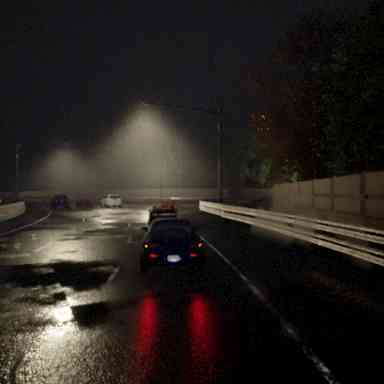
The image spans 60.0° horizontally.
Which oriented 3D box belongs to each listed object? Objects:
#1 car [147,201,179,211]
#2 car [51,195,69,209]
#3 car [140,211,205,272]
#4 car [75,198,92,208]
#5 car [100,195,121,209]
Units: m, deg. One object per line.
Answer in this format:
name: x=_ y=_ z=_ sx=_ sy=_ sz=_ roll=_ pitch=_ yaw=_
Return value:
car: x=-1.934 y=1.574 z=22.314 sx=2.128 sy=1.511 sz=4.902 roll=0 pitch=0 yaw=-7
car: x=-19.843 y=1.463 z=49.922 sx=2.150 sy=2.045 sz=5.566 roll=0 pitch=0 yaw=-28
car: x=-0.678 y=1.565 z=10.924 sx=1.812 sy=1.442 sz=4.674 roll=0 pitch=0 yaw=-5
car: x=-16.849 y=1.714 z=51.636 sx=1.882 sy=1.535 sz=5.008 roll=0 pitch=0 yaw=-28
car: x=-12.419 y=1.439 z=50.834 sx=2.150 sy=2.045 sz=5.566 roll=0 pitch=0 yaw=-27
